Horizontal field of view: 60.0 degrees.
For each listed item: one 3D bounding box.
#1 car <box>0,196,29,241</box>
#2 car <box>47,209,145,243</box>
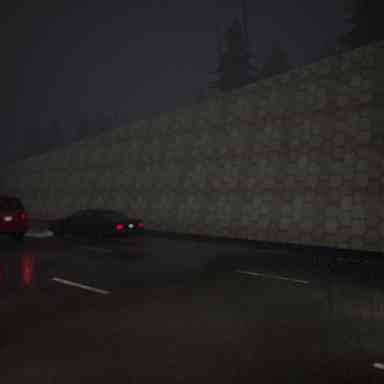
[{"bbox_3d":[-9.739,1.187,15.244,5.566,2.045,2.150,0,0,36],"label":"car"},{"bbox_3d":[-4.692,1.521,15.942,5.357,1.411,2.033,0,0,36],"label":"car"}]
